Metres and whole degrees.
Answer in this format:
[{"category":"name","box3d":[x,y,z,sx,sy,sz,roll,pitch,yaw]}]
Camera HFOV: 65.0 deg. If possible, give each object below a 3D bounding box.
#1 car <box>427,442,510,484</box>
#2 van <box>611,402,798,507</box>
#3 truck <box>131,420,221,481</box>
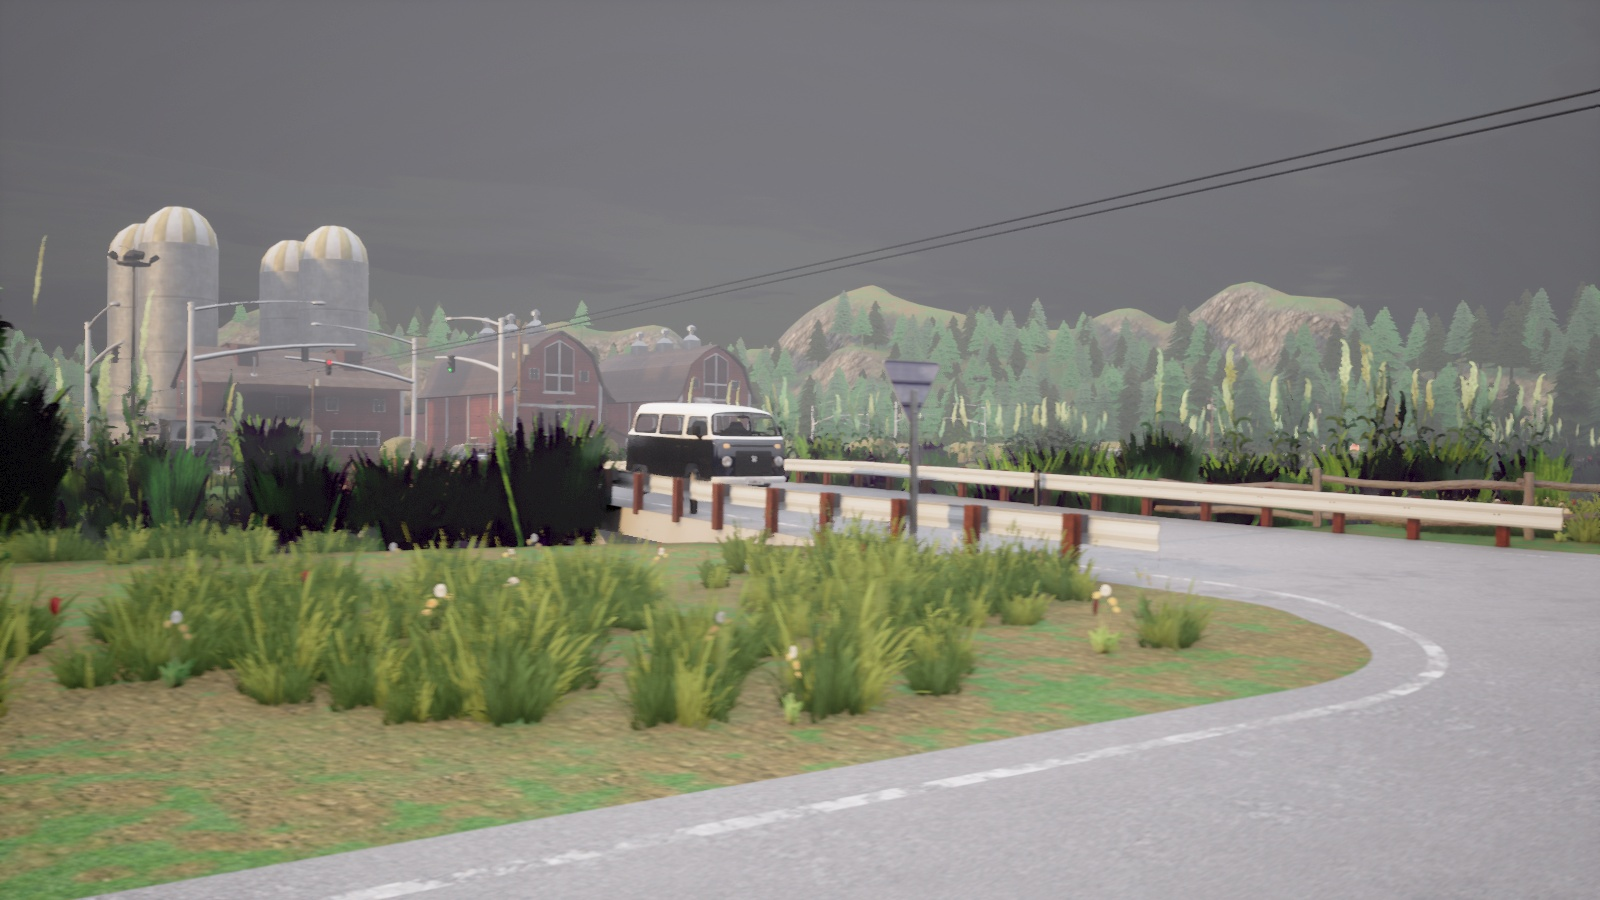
[{"category":"car","box3d":[-13.161,0.536,49.689,1.970,1.475,3.806,0,-3,-35]},{"category":"van","box3d":[-2.138,0.019,26.842,2.069,2.038,4.480,0,2,-33]},{"category":"truck","box3d":[-37.120,0.041,74.592,2.891,3.462,7.936,0,0,-41]}]
